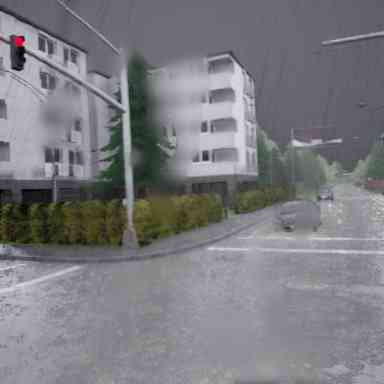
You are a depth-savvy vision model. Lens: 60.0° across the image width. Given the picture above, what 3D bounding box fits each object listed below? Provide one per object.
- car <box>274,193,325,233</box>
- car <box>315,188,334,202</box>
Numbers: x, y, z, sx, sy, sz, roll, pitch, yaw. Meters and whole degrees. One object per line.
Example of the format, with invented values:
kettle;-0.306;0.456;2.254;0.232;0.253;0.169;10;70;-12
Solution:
car;5.375;1.128;16.661;1.837;1.490;4.892;-3;2;25
car;15.775;0.328;39.494;2.128;1.511;4.902;-3;1;25
